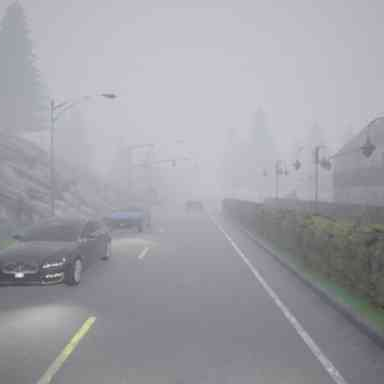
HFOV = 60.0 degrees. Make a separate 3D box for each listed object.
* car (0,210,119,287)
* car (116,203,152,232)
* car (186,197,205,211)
[{"bbox_3d":[-3.595,1.475,9.362,1.837,1.490,4.892,0,0,0],"label":"car"},{"bbox_3d":[-3.569,1.415,19.675,1.882,1.535,5.008,0,0,1],"label":"car"},{"bbox_3d":[0.426,1.357,38.078,1.882,1.535,5.008,0,0,5],"label":"car"}]
